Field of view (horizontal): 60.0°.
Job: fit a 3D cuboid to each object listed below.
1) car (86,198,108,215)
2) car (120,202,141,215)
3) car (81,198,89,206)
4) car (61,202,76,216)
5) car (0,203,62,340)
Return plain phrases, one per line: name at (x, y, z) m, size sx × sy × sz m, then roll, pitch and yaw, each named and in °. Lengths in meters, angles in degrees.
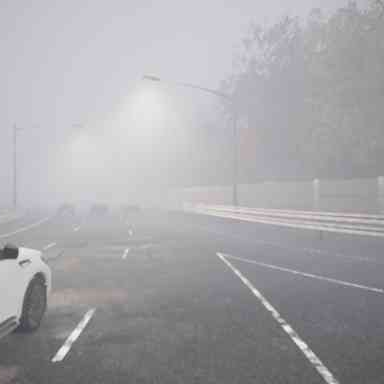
car at (-11.035, 1.867, 39.127) m, size 1.882 × 1.535 × 5.008 m, roll 0°, pitch -1°, yaw -20°
car at (-7.331, 1.896, 39.116) m, size 1.812 × 1.442 × 4.674 m, roll 0°, pitch -1°, yaw -20°
car at (-21.584, 1.981, 68.056) m, size 1.882 × 1.535 × 5.008 m, roll 0°, pitch -1°, yaw -24°
car at (-14.337, 1.901, 37.941) m, size 1.837 × 1.490 × 4.892 m, roll 0°, pitch -1°, yaw -20°
car at (-3.534, 1.272, 3.695) m, size 2.150 × 2.045 × 5.566 m, roll 0°, pitch 0°, yaw -3°
